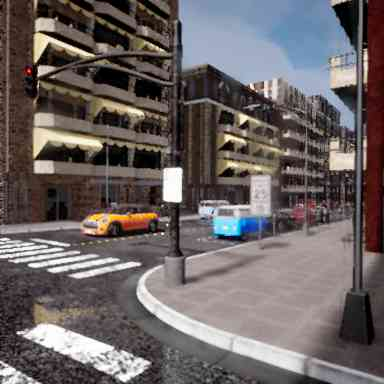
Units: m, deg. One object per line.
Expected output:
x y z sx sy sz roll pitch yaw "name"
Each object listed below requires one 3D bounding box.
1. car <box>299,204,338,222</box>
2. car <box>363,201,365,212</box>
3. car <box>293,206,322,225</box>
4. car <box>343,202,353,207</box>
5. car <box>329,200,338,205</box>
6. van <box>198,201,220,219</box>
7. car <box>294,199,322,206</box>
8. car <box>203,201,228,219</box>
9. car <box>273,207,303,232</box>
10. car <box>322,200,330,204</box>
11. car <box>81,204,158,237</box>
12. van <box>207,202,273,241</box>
12.235 2.147 32.046 2.008 1.369 4.403 -1 -1 35 "car"
31.497 2.548 59.136 2.192 1.841 5.009 -1 -1 35 "car"
9.029 2.072 27.527 1.802 1.307 4.206 -1 -1 35 "car"
40.562 3.184 86.390 1.752 1.417 4.829 0 -1 35 "car"
27.839 2.557 68.461 2.192 1.841 5.009 0 -1 35 "car"
2.194 1.734 32.320 1.690 1.788 3.998 0 -1 35 "van"
16.243 2.042 47.450 2.150 2.045 5.566 1 -1 36 "car"
3.299 1.891 29.371 1.837 1.490 4.892 1 0 35 "car"
5.824 1.949 23.010 1.947 1.339 4.313 -1 -1 35 "car"
24.632 2.718 63.939 1.802 1.307 4.206 0 -1 35 "car"
-4.024 1.498 19.051 2.097 1.767 4.553 1 -1 35 "car"
2.758 1.620 18.398 1.690 1.788 3.998 -1 -1 35 "van"
